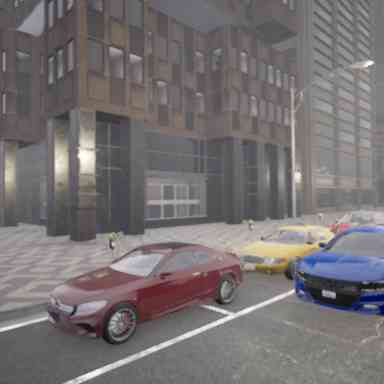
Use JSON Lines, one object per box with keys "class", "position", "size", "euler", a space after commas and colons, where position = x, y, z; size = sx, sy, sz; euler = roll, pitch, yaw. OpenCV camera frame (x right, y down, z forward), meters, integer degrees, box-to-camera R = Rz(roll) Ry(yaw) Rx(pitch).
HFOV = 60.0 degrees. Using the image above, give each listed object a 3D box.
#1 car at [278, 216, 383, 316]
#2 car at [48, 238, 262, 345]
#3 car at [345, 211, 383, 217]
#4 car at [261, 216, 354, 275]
{"class": "car", "position": [4.236, 1.554, 7.706], "size": [5.008, 1.535, 1.882], "euler": [0, -1, -44]}
{"class": "car", "position": [-0.634, 1.710, 6.671], "size": [4.206, 1.307, 1.802], "euler": [0, -1, -44]}
{"class": "car", "position": [7.387, 1.585, 14.494], "size": [4.097, 1.590, 1.967], "euler": [0, -1, -44]}
{"class": "car", "position": [3.255, 1.662, 10.464], "size": [4.829, 1.417, 1.752], "euler": [0, -1, -44]}
